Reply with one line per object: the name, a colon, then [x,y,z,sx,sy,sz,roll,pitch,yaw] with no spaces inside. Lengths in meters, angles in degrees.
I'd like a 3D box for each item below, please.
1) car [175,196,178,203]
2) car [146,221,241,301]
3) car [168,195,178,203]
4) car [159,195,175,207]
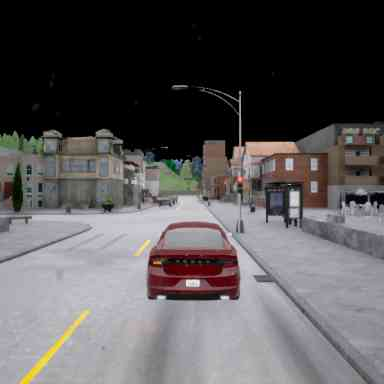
car: [-4.069,1.601,61.293,1.895,1.301,4.718,0,0,0]
car: [0.049,1.478,8.416,1.882,1.535,5.008,0,0,1]
car: [-4.011,1.500,71.661,1.837,1.490,4.892,0,0,0]
car: [-4.108,1.505,51.988,1.837,1.490,4.892,0,0,0]
